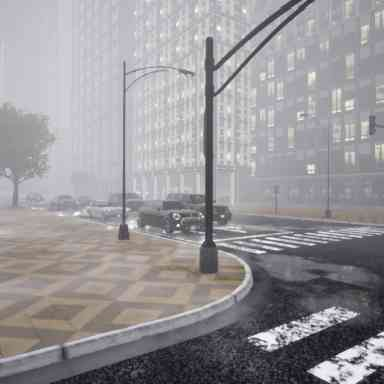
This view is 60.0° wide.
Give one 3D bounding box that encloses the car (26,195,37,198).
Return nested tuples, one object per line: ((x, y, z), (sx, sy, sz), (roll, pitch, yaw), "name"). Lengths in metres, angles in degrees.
((-22.467, 0.740, 47.386), (2.128, 1.511, 4.902), (0, 0, -37), "car")

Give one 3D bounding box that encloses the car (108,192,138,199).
((-5.984, 1.001, 30.475), (2.150, 2.045, 5.566), (0, 0, -36), "car")

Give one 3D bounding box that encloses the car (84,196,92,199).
((-12.719, 1.174, 39.556), (2.128, 1.511, 4.902), (0, 0, -37), "car")

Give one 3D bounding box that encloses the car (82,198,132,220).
((-6.618, 1.393, 25.862), (1.895, 1.301, 4.718), (0, 0, -37), "car")

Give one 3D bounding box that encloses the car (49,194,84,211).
((-13.467, 1.048, 35.106), (2.097, 1.767, 4.553), (0, 0, -36), "car")

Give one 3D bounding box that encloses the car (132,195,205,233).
((-1.255, 1.216, 18.646), (2.097, 1.767, 4.553), (0, 0, -37), "car")

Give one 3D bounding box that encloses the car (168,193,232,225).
((0.187, 1.085, 22.155), (2.150, 2.045, 5.566), (0, 0, -37), "car")
